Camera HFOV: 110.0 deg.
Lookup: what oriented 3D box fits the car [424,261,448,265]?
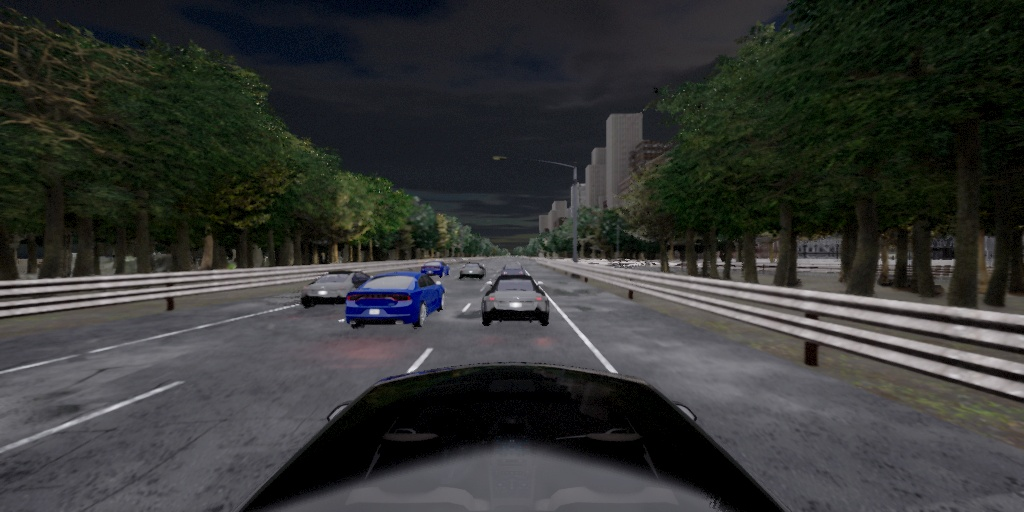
[{"bbox_3d":[-6.904,1.178,32.630,1.882,1.535,5.008,0,0,0],"label":"car"}]

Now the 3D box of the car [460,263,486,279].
[{"bbox_3d":[-3.404,1.268,31.615,1.994,1.385,4.181,0,0,0],"label":"car"}]

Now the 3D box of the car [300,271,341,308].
[{"bbox_3d":[-6.904,1.309,15.083,1.994,1.385,4.181,0,0,0],"label":"car"}]

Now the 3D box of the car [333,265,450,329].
[{"bbox_3d":[-3.402,1.226,11.346,1.882,1.535,5.008,0,0,0],"label":"car"}]

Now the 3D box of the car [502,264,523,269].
[{"bbox_3d":[0.096,1.310,29.620,1.895,1.301,4.718,0,0,0],"label":"car"}]

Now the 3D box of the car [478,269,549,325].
[{"bbox_3d":[0.100,1.312,11.851,1.994,1.385,4.181,0,0,0],"label":"car"}]
